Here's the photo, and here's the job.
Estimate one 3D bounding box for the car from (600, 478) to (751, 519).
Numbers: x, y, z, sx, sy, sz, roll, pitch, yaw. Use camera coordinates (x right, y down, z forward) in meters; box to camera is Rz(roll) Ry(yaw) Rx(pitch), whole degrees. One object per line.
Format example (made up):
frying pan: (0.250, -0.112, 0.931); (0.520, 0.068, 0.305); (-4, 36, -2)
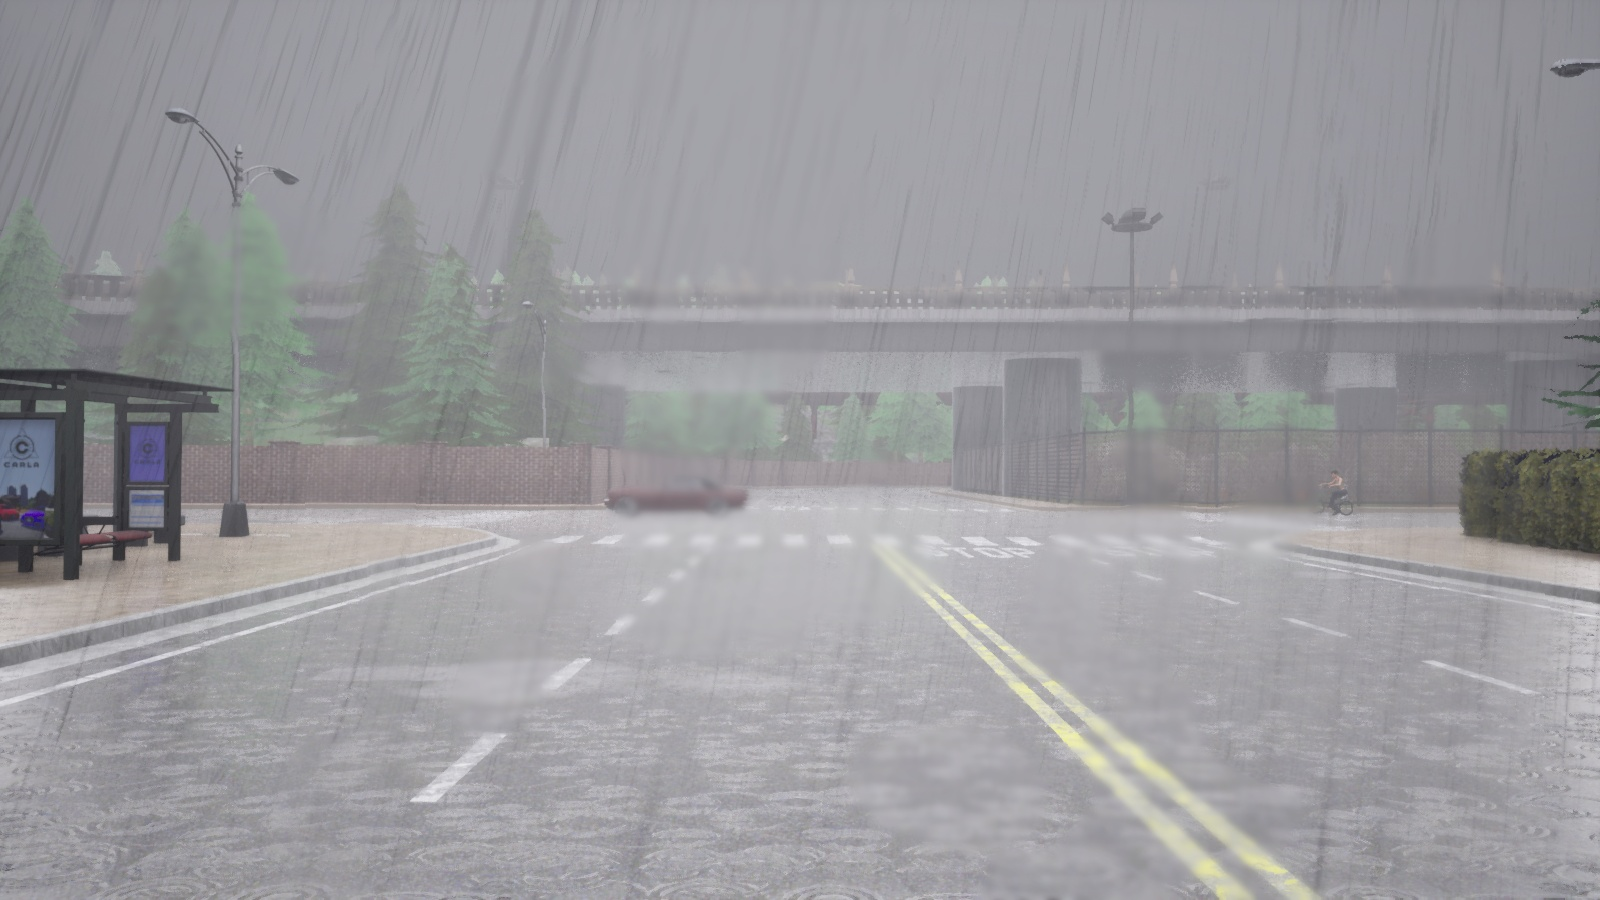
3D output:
car: (-4.001, 1.562, 40.810); (4.718, 1.301, 1.895); (0, -1, 0)

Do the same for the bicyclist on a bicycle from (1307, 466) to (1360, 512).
bicyclist on a bicycle: (18.848, 1.364, 44.405); (1.509, 1.612, 0.866); (0, -1, 0)
